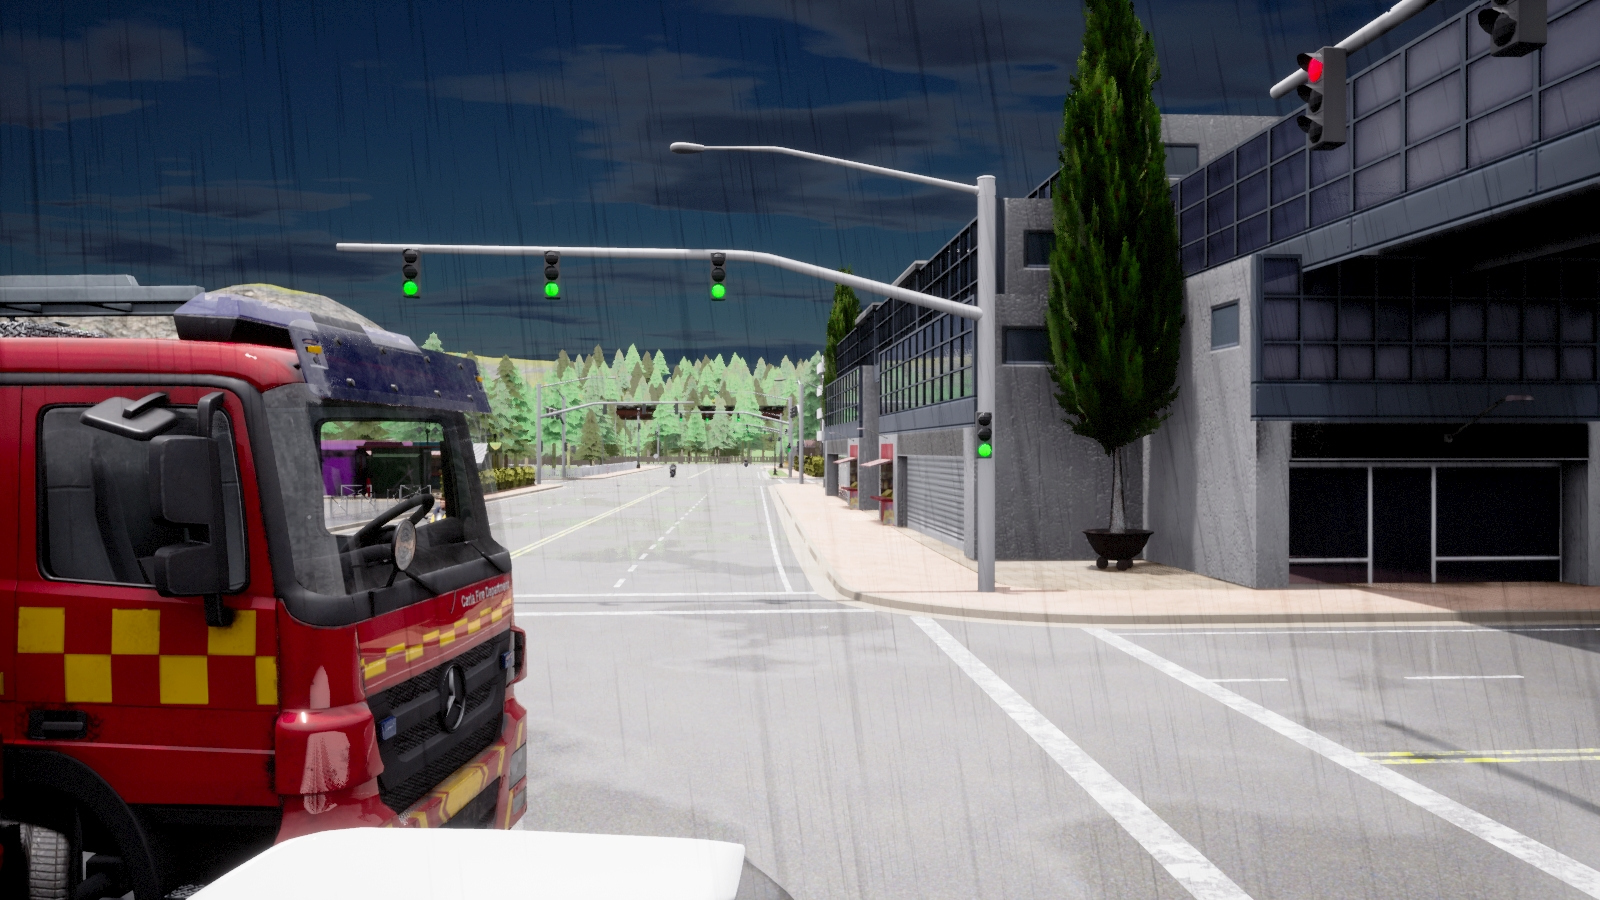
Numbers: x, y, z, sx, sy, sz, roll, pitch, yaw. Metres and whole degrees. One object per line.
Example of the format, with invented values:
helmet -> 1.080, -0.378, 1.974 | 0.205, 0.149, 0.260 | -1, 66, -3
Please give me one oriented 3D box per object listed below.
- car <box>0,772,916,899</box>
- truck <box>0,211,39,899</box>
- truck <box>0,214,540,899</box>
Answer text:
car -> -1.549, 2.065, 3.579 | 3.806, 1.475, 1.970 | 0, 0, 5
truck -> -7.587, 0.890, 3.490 | 8.468, 3.827, 2.891 | 0, 0, -3
truck -> -6.102, 0.890, 6.659 | 8.468, 3.827, 2.891 | 0, 0, 4
